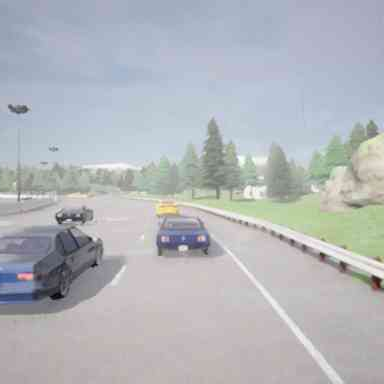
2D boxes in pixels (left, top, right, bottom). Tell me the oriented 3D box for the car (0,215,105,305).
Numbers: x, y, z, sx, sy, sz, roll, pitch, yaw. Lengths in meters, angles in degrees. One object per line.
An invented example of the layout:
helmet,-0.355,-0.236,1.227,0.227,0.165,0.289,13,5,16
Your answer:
car,-3.636,1.552,8.339,2.033,1.411,5.357,0,0,-2

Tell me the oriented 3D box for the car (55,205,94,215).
car,-8.500,1.607,24.525,1.895,1.301,4.718,0,0,-7

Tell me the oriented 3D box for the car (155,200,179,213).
car,-2.355,1.456,31.086,1.882,1.535,5.008,0,0,-8

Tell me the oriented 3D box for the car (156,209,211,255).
car,-0.417,1.590,13.305,1.895,1.301,4.718,0,0,-4
